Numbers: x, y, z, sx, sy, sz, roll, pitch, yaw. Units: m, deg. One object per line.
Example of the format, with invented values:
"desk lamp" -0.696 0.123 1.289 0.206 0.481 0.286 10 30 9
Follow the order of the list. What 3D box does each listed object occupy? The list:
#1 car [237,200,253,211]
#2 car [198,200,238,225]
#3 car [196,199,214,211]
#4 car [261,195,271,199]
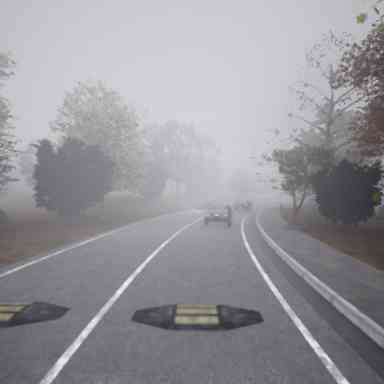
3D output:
"car" 6.570 1.632 42.439 1.895 1.301 4.718 2 0 18
"car" 2.000 1.538 23.856 2.033 1.411 5.357 1 0 10
"car" 1.881 1.493 39.567 1.994 1.385 4.181 1 0 16
"car" 17.321 1.248 77.175 1.812 1.442 4.674 2 1 24
